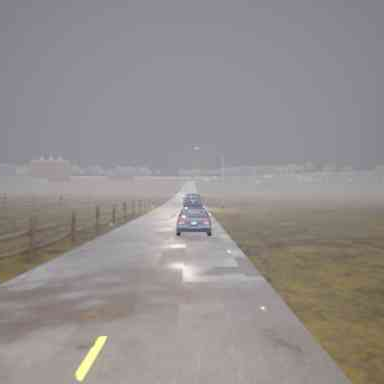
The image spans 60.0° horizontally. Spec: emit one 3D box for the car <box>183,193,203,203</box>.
[{"bbox_3d":[0.105,1.163,38.336,2.150,2.045,5.566,0,0,0],"label":"car"}]

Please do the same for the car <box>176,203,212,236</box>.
[{"bbox_3d":[0.106,1.534,18.436,2.033,1.411,5.357,0,0,0],"label":"car"}]
